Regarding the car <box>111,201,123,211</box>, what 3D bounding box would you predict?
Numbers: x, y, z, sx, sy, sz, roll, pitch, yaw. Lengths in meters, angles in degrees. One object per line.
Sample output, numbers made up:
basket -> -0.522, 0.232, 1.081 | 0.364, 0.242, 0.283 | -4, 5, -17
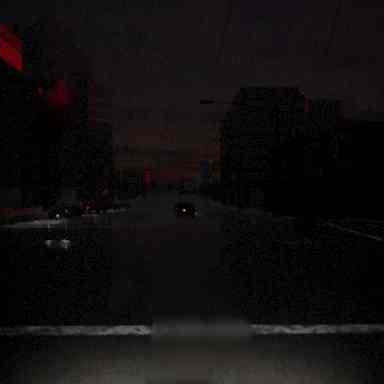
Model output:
car -> -12.074, 2.054, 49.809 | 1.994, 1.385, 4.181 | 0, -1, -1

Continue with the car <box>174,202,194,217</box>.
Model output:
car -> -0.806, 1.714, 33.247 | 1.994, 1.385, 4.181 | 0, -1, -2

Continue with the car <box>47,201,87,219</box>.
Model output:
car -> -11.394, 1.716, 30.217 | 1.895, 1.301, 4.718 | 0, -1, -2

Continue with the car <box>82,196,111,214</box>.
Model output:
car -> -11.753, 1.492, 39.913 | 2.150, 2.045, 5.566 | 0, -1, -2

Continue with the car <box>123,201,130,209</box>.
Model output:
car -> -12.422, 2.311, 59.693 | 1.895, 1.301, 4.718 | 0, -1, -2
